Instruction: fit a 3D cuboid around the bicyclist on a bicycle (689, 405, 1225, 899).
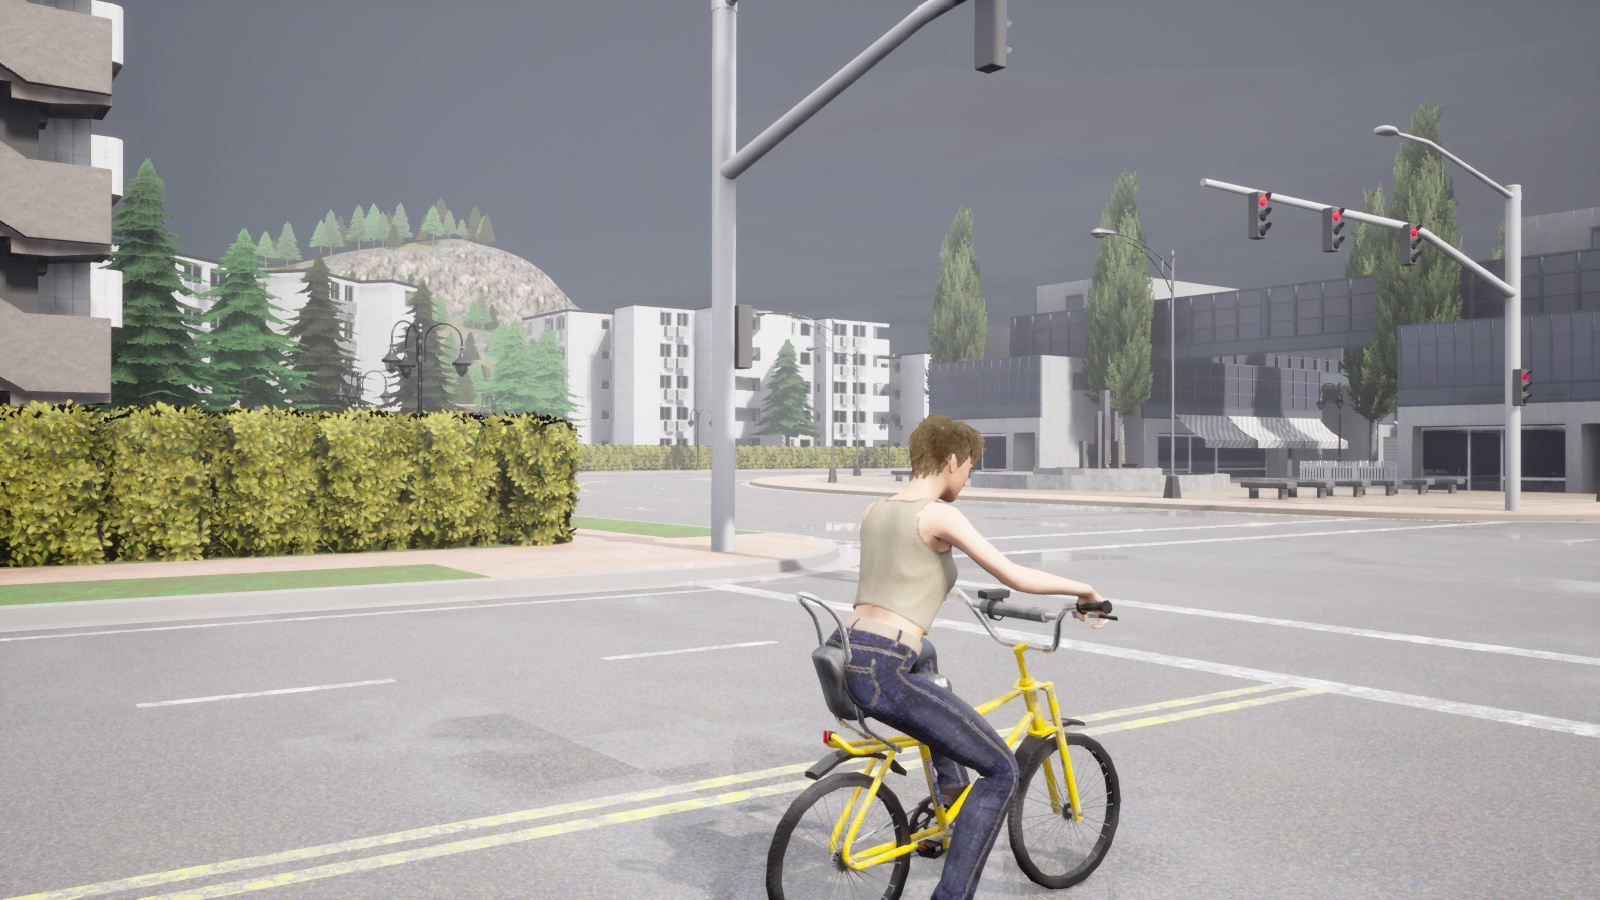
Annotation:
[{"bbox_3d":[0.520,0.690,4.026,1.509,1.612,0.866,0,0,-35],"label":"bicyclist on a bicycle"}]
